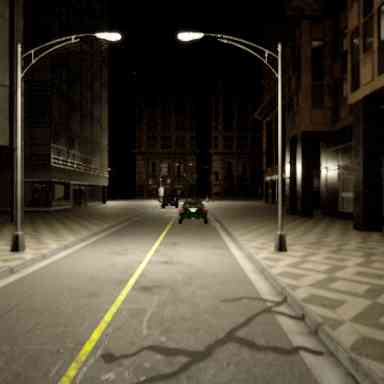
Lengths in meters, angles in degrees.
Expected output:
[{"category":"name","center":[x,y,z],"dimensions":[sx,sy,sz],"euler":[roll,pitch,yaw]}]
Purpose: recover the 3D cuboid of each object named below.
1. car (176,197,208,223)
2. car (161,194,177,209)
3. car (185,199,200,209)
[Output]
[{"category":"car","center":[0.090,1.346,25.735],"dimensions":[2.097,1.767,4.553],"euler":[0,0,0]},{"category":"car","center":[-3.018,1.254,46.726],"dimensions":[2.150,2.045,5.566],"euler":[0,0,0]},{"category":"car","center":[0.082,1.606,45.876],"dimensions":[1.895,1.301,4.718],"euler":[0,0,0]}]
